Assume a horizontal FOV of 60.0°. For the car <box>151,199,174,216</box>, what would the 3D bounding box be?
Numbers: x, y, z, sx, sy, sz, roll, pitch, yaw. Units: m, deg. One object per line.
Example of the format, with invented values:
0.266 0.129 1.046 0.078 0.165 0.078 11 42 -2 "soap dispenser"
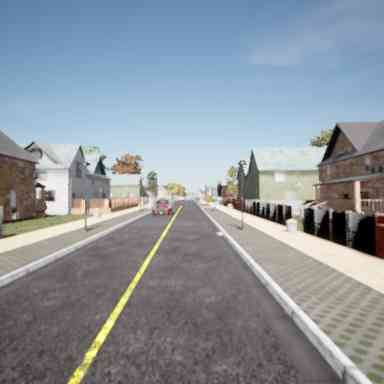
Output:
-3.096 1.549 35.490 2.097 1.767 4.553 0 0 -1 "car"
